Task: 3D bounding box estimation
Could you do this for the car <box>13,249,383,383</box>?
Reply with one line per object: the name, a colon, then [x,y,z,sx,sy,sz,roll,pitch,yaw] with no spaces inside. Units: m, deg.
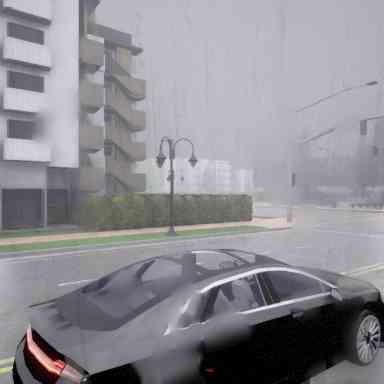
car: [0.551,1.492,4.150,4.902,1.511,2.128,0,0,-35]
